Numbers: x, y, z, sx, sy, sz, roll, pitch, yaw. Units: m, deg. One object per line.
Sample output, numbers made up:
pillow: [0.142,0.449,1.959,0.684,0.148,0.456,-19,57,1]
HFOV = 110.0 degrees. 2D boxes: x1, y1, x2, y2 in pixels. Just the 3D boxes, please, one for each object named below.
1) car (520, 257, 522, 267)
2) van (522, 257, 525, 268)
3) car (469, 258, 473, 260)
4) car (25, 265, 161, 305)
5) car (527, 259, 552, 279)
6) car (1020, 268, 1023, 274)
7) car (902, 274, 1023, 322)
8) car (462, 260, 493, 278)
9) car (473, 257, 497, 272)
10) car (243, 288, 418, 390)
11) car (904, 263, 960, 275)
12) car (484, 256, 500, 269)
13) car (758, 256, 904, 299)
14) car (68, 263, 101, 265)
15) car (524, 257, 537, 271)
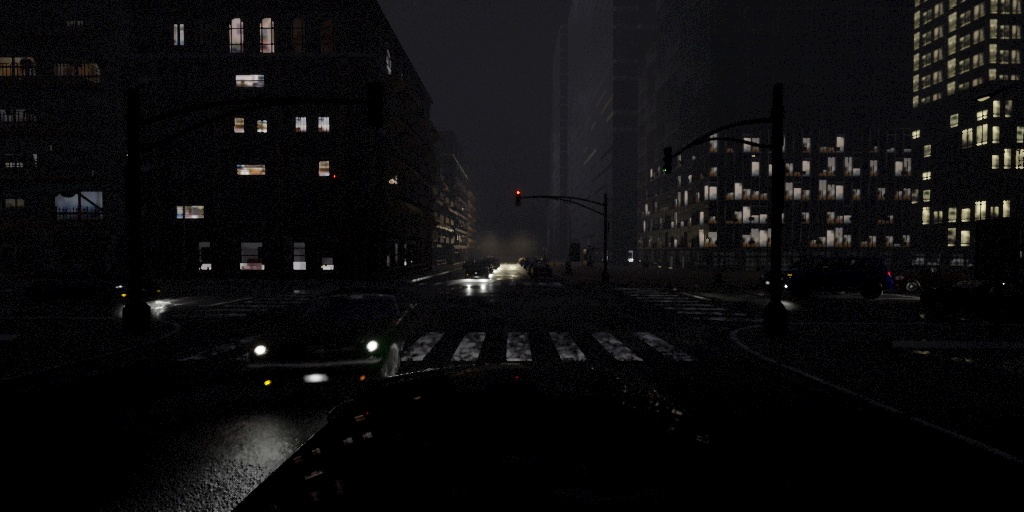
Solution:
car: [2.607,1.240,55.097,1.888,1.381,4.507,0,0,0]
van: [2.613,1.045,49.451,1.690,1.789,3.998,0,0,0]
car: [-5.735,1.270,49.410,1.948,1.339,4.313,0,0,0]
car: [-17.805,1.257,15.370,4.181,1.385,1.994,0,1,1]
car: [2.628,1.272,32.513,1.888,1.381,4.507,0,0,0]
car: [25.745,1.336,18.009,4.902,1.511,2.128,0,1,1]
car: [16.705,1.445,12.219,4.403,1.370,2.007,0,0,1]
car: [-3.119,1.290,32.851,1.994,1.385,4.181,0,0,0]
car: [-3.134,1.220,41.590,1.837,1.490,4.892,0,0,0]
car: [-3.020,1.349,7.052,1.895,1.301,4.718,0,0,-9]
car: [23.356,1.230,20.773,4.097,1.591,1.967,0,0,1]
car: [-3.130,1.054,50.826,2.097,1.767,4.553,0,0,0]
car: [15.724,1.020,18.136,5.566,2.045,2.150,0,1,1]
car: [-25.875,1.110,21.377,4.507,1.381,1.888,0,0,1]
car: [2.623,1.159,38.159,1.967,1.591,4.097,0,0,0]
